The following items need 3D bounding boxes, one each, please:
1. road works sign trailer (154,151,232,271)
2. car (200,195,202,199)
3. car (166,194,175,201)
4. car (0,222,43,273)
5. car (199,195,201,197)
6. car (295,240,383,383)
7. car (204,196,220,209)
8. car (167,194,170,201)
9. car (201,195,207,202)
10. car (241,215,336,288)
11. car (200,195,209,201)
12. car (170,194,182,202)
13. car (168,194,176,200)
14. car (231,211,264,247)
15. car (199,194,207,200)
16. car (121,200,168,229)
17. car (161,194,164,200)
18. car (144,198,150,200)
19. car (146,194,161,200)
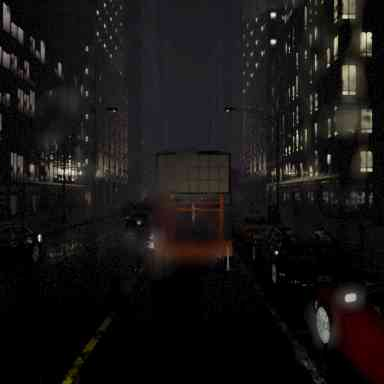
[{"bbox_3d":[0.046,0.463,10.928,2.380,3.560,2.880,0,0,0],"label":"road works sign trailer"},{"bbox_3d":[2.950,1.517,60.080,1.802,1.307,4.206,1,0,0],"label":"car"},{"bbox_3d":[-5.333,1.317,82.833,1.967,1.590,4.097,1,0,0],"label":"car"},{"bbox_3d":[-5.646,1.550,9.049,2.008,1.369,4.403,0,0,0],"label":"car"},{"bbox_3d":[2.999,1.433,71.600,1.752,1.417,4.829,1,0,0],"label":"car"},{"bbox_3d":[2.710,1.545,3.332,1.887,1.381,4.507,0,0,0],"label":"car"},{"bbox_3d":[2.878,1.532,43.057,1.947,1.339,4.313,0,0,0],"label":"car"},{"bbox_3d":[-5.431,1.517,60.130,1.802,1.307,4.206,1,0,0],"label":"car"},{"bbox_3d":[2.926,1.528,54.406,1.802,1.307,4.206,1,0,0],"label":"car"},{"bbox_3d":[2.734,1.550,9.006,2.008,1.369,4.403,0,0,0],"label":"car"},{"bbox_3d":[3.046,1.443,82.779,1.947,1.339,4.313,1,0,0],"label":"car"},{"bbox_3d":[-2.793,1.531,62.340,1.895,1.301,4.718,0,0,1],"label":"car"},{"bbox_3d":[-5.311,1.385,88.339,1.752,1.417,4.829,1,0,0],"label":"car"},{"bbox_3d":[2.759,1.522,14.853,1.752,1.417,4.829,0,0,0],"label":"car"},{"bbox_3d":[3.094,1.386,94.129,1.887,1.381,4.507,1,0,0],"label":"car"},{"bbox_3d":[-3.011,1.483,21.402,2.128,1.511,4.902,0,0,0],"label":"car"},{"bbox_3d":[-5.477,1.272,48.780,2.192,1.841,5.009,0,0,0],"label":"car"},{"bbox_3d":[-5.551,1.526,31.752,1.887,1.381,4.507,0,0,0],"label":"car"},{"bbox_3d":[-5.502,1.406,43.105,1.967,1.590,4.097,0,0,0],"label":"car"}]
